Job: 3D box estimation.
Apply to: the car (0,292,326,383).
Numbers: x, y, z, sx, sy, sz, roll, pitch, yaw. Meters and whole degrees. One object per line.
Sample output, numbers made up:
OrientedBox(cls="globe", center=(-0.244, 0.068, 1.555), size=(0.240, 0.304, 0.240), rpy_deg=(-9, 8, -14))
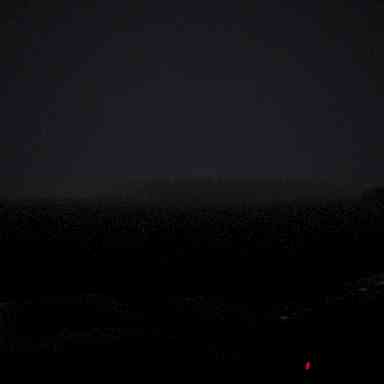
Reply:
OrientedBox(cls="car", center=(-1.392, 1.547, 2.080), size=(5.357, 1.411, 2.033), rpy_deg=(-1, 1, -35))
